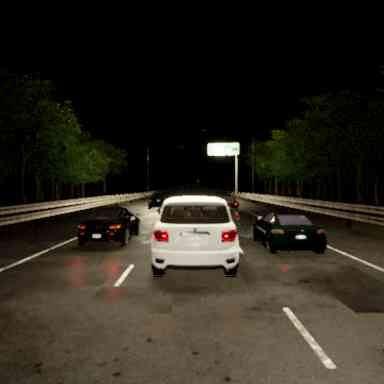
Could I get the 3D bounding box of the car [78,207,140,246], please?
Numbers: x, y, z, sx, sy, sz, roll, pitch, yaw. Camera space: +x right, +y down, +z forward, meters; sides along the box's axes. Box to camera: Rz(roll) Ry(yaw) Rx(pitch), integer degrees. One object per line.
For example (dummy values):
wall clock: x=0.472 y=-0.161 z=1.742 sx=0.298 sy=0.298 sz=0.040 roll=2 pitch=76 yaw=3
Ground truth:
car: x=-3.407 y=1.372 z=14.197 sx=1.812 sy=1.442 sz=4.674 roll=0 pitch=1 yaw=0

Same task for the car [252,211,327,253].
car: x=3.589 y=1.426 z=12.930 sx=1.994 sy=1.385 sz=4.181 roll=0 pitch=1 yaw=0

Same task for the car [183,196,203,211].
car: x=0.110 y=1.165 z=34.437 sx=1.895 sy=1.301 sz=4.718 roll=0 pitch=1 yaw=0

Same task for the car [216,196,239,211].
car: x=3.611 y=1.166 z=34.360 sx=1.895 sy=1.301 sz=4.718 roll=0 pitch=1 yaw=0

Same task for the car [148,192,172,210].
car: x=-3.389 y=0.899 z=35.652 sx=2.097 sy=1.767 sz=4.553 roll=0 pitch=1 yaw=0

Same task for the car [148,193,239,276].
car: x=0.081 y=1.117 z=10.080 sx=2.150 sy=2.045 sz=5.566 roll=0 pitch=1 yaw=0
